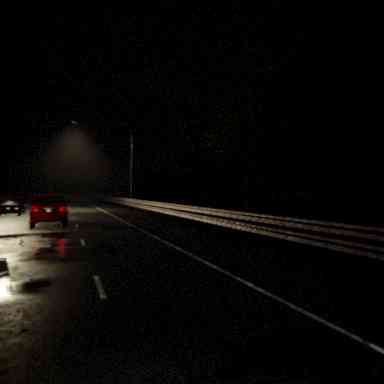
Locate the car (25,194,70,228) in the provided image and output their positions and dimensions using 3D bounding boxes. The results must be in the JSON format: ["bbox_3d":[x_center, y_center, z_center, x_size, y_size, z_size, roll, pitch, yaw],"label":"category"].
[{"bbox_3d":[-9.371,1.160,22.003,2.150,2.045,5.566,1,0,-21],"label":"car"}]

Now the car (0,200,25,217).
[{"bbox_3d":[-16.250,1.416,30.113,2.033,1.411,5.357,1,0,-21],"label":"car"}]

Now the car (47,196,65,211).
[{"bbox_3d":[-16.514,1.366,40.550,1.882,1.535,5.008,1,0,-21],"label":"car"}]
